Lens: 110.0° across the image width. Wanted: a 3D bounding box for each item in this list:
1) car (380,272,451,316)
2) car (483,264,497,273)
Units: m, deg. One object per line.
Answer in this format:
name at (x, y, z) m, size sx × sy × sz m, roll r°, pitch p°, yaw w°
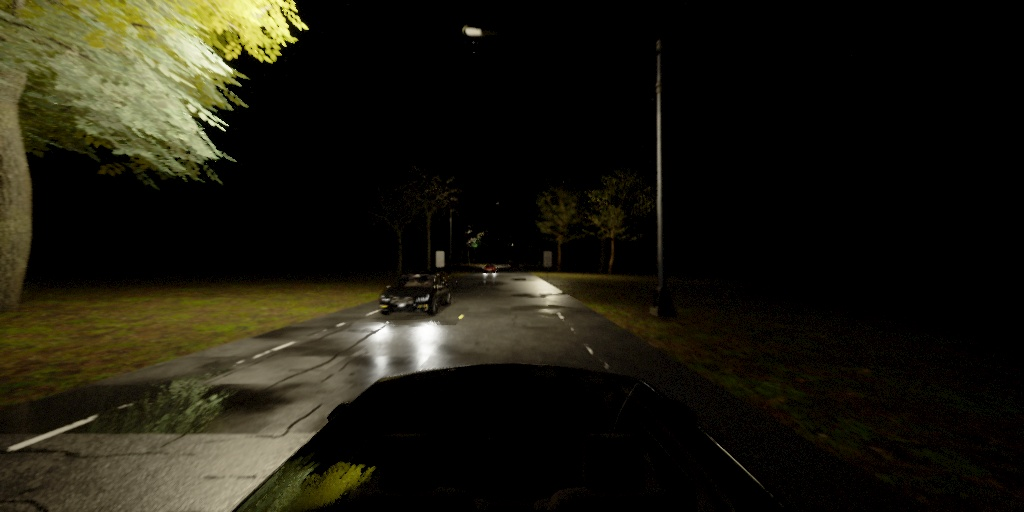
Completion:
car at (-3.626, 1.412, 14.197) m, size 1.837 × 1.490 × 4.892 m, roll 0°, pitch -1°, yaw 0°
car at (-3.685, 2.134, 60.308) m, size 1.812 × 1.442 × 4.674 m, roll 0°, pitch -1°, yaw 0°
